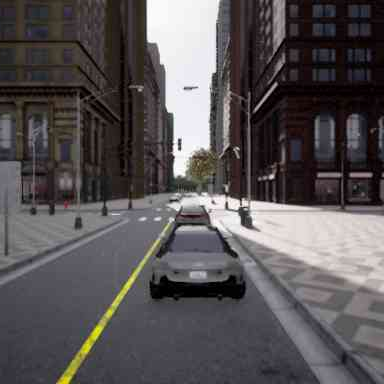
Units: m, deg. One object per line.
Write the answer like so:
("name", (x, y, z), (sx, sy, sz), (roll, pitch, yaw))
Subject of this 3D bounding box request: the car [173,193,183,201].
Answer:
("car", (-3.052, 1.090, 74.718), (2.128, 1.511, 4.902), (0, 0, 0))

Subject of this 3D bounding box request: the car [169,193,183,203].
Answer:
("car", (-3.081, 1.188, 59.287), (2.033, 1.411, 5.357), (0, 0, 1))

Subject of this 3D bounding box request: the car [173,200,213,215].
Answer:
("car", (0.048, 1.393, 18.020), (1.837, 1.490, 4.892), (0, 0, 0))

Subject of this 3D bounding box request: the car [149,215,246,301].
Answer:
("car", (0.100, 1.513, 8.257), (1.994, 1.385, 4.181), (0, 0, 0))
